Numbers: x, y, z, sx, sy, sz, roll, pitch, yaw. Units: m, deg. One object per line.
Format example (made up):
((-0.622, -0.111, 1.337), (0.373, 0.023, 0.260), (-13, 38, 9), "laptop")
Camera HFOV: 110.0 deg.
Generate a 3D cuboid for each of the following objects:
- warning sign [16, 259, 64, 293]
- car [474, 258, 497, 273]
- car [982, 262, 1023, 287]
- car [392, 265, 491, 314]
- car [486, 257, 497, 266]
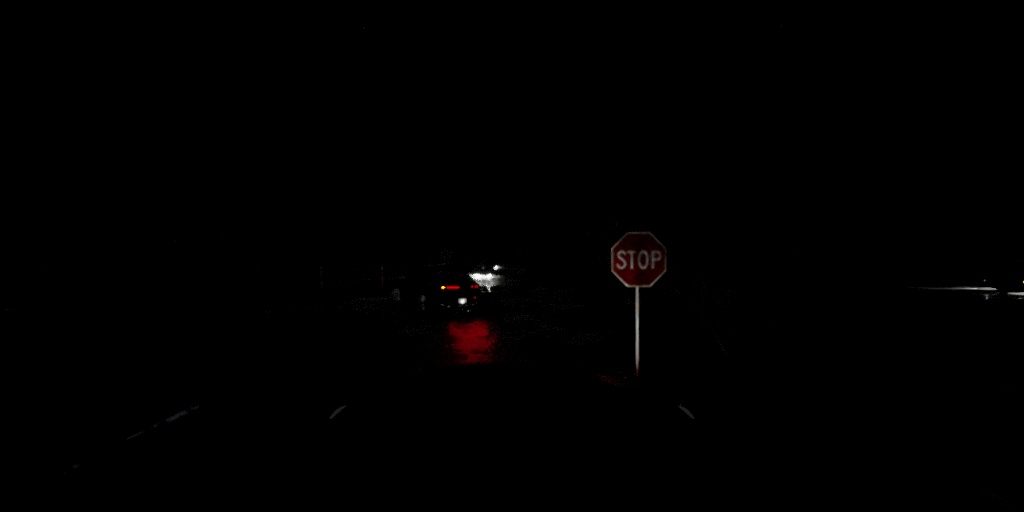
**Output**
((-25.789, 1.073, 19.743), (1.060, 1.860, 1.300), (0, 0, -1), "warning sign")
((-2.879, 0.953, 38.266), (2.128, 1.511, 4.902), (0, 0, 0), "car")
((26.522, 0.927, 17.933), (4.181, 1.385, 1.994), (-1, -1, -1), "car")
((-2.926, 1.137, 13.311), (1.837, 1.490, 4.892), (1, 0, -34), "car")
((-3.390, 0.905, 60.020), (1.895, 1.301, 4.718), (0, 0, -2), "car")
